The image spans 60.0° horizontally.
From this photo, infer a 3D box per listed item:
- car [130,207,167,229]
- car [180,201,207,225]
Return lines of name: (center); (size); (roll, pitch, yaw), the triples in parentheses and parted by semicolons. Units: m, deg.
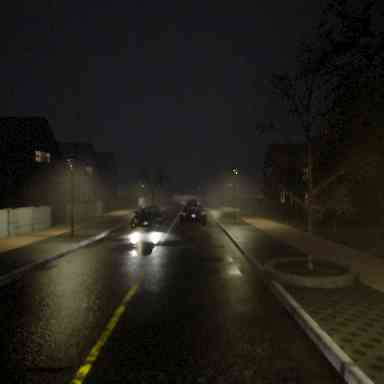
car: (-2.745, 1.674, 21.744); (1.994, 1.385, 4.181); (0, 0, 0)
car: (0.106, 1.657, 25.295); (1.994, 1.385, 4.181); (0, 0, 0)
